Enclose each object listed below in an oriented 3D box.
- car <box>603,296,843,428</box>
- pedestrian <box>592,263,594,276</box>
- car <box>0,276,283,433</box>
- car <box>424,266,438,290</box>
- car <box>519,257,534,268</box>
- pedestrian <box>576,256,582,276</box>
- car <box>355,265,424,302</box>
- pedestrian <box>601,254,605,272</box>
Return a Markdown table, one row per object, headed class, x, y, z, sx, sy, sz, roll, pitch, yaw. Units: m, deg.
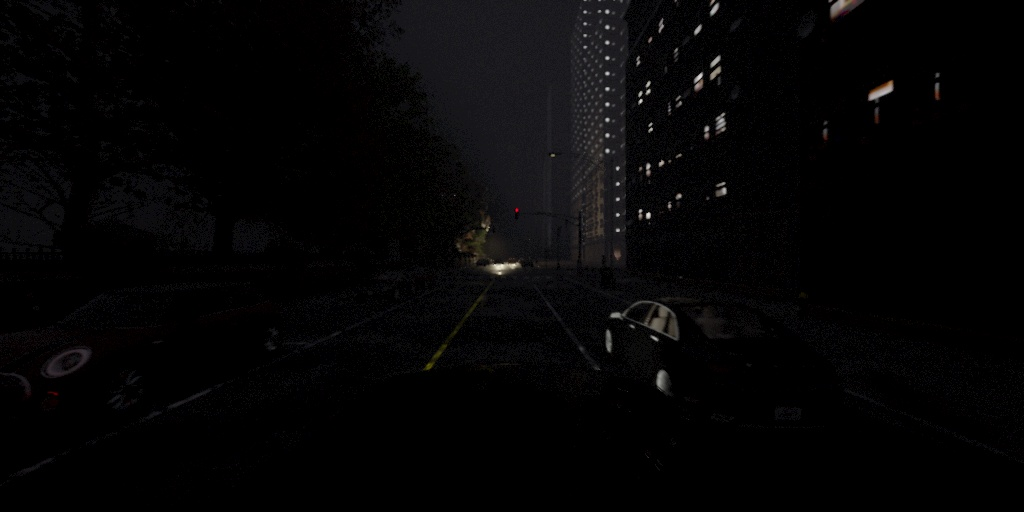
| class | x | y | z | sx | sy | sz | roll | pitch | yaw |
| --- | --- | --- | --- | --- | --- | --- | --- | --- | --- |
| car | 2.689 | 1.298 | 5.674 | 2.007 | 1.370 | 4.403 | 0 | 0 | 0 |
| pedestrian | 7.140 | 1.216 | 31.560 | 0.500 | 1.100 | 0.500 | 0 | 0 | 0 |
| car | -5.691 | 1.187 | 5.674 | 1.967 | 1.591 | 4.097 | 0 | 0 | 0 |
| car | -5.817 | 1.281 | 22.289 | 1.888 | 1.381 | 4.507 | 0 | 0 | 0 |
| car | 2.700 | 1.297 | 60.206 | 1.948 | 1.339 | 4.313 | 0 | 0 | 0 |
| pedestrian | 6.135 | 0.865 | 32.762 | 0.375 | 1.860 | 0.375 | 0 | 0 | 0 |
| car | -5.766 | 1.290 | 16.749 | 2.007 | 1.370 | 4.403 | 0 | 0 | 0 |
| pedestrian | 8.141 | 0.760 | 32.162 | 0.375 | 1.860 | 0.375 | 0 | 0 | 0 |
